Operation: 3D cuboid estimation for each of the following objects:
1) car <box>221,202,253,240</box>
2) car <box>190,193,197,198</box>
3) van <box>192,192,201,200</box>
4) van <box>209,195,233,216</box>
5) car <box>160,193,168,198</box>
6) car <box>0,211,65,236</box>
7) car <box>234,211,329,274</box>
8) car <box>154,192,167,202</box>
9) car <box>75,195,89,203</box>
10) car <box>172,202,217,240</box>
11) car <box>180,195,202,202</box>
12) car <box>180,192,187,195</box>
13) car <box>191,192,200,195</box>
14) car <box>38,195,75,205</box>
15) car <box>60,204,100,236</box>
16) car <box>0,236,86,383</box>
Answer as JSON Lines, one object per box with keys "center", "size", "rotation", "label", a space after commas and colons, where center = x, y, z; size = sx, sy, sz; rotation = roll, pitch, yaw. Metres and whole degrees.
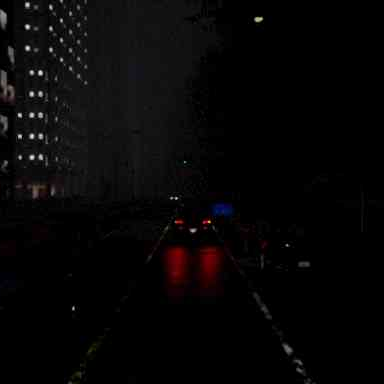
{"center": [2.638, 1.436, 15.971], "size": [1.752, 1.417, 4.829], "rotation": [0, 0, -1], "label": "car"}
{"center": [0.286, 0.968, 92.909], "size": [1.752, 1.417, 4.829], "rotation": [0, 0, -3], "label": "car"}
{"center": [1.029, 0.892, 76.122], "size": [1.690, 1.788, 3.998], "rotation": [0, 0, -2], "label": "van"}
{"center": [2.365, 1.189, 27.046], "size": [1.690, 1.788, 3.998], "rotation": [0, 0, -1], "label": "van"}
{"center": [-7.718, 0.993, 92.281], "size": [1.887, 1.381, 4.507], "rotation": [0, 0, -3], "label": "car"}
{"center": [-5.488, 1.474, 9.415], "size": [1.752, 1.417, 4.829], "rotation": [0, 0, 0], "label": "car"}
{"center": [2.678, 1.494, 10.177], "size": [2.008, 1.369, 4.403], "rotation": [0, 0, 0], "label": "car"}
{"center": [-6.428, 1.176, 64.580], "size": [2.008, 1.369, 4.403], "rotation": [0, 0, -2], "label": "car"}
{"center": [-18.695, 1.081, 53.187], "size": [4.206, 1.307, 1.802], "rotation": [1, 0, 3], "label": "car"}
{"center": [0.014, 1.434, 16.411], "size": [1.812, 1.442, 4.674], "rotation": [0, 0, -1], "label": "car"}
{"center": [-0.168, 1.304, 30.935], "size": [1.882, 1.535, 5.008], "rotation": [0, 0, -1], "label": "car"}
{"center": [-2.224, 0.931, 91.726], "size": [1.895, 1.301, 4.718], "rotation": [0, 0, -3], "label": "car"}
{"center": [1.237, 1.110, 70.752], "size": [1.752, 1.417, 4.829], "rotation": [0, 0, -2], "label": "car"}
{"center": [-18.632, 1.149, 45.074], "size": [4.206, 1.307, 1.802], "rotation": [1, 0, 3], "label": "car"}
{"center": [-5.527, 1.461, 15.228], "size": [1.887, 1.381, 4.507], "rotation": [0, 0, 0], "label": "car"}
{"center": [-2.862, 1.543, 3.859], "size": [1.994, 1.385, 4.181], "rotation": [0, 0, 0], "label": "car"}
